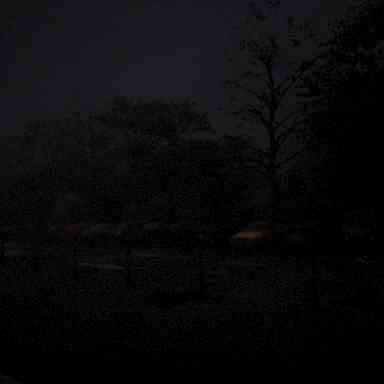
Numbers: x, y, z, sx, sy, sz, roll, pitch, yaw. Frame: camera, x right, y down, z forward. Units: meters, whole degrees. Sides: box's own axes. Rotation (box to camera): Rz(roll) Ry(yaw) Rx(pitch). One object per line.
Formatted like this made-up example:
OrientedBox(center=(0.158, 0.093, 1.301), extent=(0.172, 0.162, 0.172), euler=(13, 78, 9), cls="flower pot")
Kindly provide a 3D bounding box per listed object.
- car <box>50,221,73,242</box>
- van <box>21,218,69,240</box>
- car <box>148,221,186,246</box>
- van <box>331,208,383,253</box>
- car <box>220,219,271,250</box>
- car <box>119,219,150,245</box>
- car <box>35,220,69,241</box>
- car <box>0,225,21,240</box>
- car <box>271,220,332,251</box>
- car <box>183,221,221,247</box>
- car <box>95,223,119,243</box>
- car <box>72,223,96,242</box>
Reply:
OrientedBox(center=(-9.380, 3.481, 29.413), extent=(2.097, 1.535, 5.008), euler=(-5, -3, 35), cls="car")
OrientedBox(center=(-13.835, 3.617, 32.733), extent=(1.878, 1.987, 4.442), euler=(-5, -3, 35), cls="van")
OrientedBox(center=(-0.355, 2.763, 22.987), extent=(2.231, 1.521, 4.892), euler=(-5, -3, 35), cls="car")
OrientedBox(center=(8.592, 1.821, 16.481), extent=(1.878, 1.987, 4.442), euler=(-5, -3, 35), cls="van")
OrientedBox(center=(4.051, 2.401, 19.629), extent=(1.946, 1.575, 5.366), euler=(-5, -3, 35), cls="car")
OrientedBox(center=(-2.605, 2.941, 24.603), extent=(2.097, 1.535, 5.008), euler=(-5, -3, 35), cls="car")
OrientedBox(center=(-11.635, 3.701, 31.020), extent=(2.002, 1.452, 4.674), euler=(-5, -3, 35), cls="car")
OrientedBox(center=(-18.418, 4.233, 35.817), extent=(2.163, 1.488, 4.792), euler=(-5, -3, 35), cls="car")
OrientedBox(center=(6.436, 2.254, 18.196), extent=(2.163, 1.488, 4.792), euler=(-5, -3, 35), cls="car")
OrientedBox(center=(1.922, 2.612, 21.409), extent=(2.163, 1.488, 4.792), euler=(-5, -3, 35), cls="car")
OrientedBox(center=(-4.853, 2.995, 26.235), extent=(2.185, 1.767, 4.553), euler=(-5, -3, 35), cls="car")
OrientedBox(center=(-7.120, 3.341, 27.807), extent=(2.002, 1.452, 4.674), euler=(-5, -3, 35), cls="car")
